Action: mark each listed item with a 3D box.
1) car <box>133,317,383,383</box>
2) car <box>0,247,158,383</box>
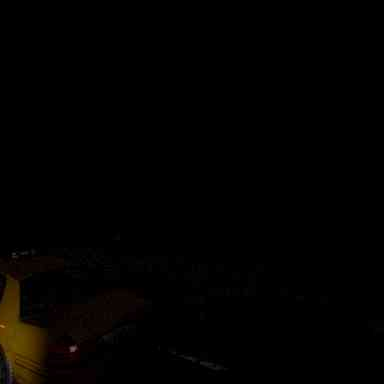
[{"bbox_3d":[2.026,1.551,1.646,4.403,1.369,2.008,0,1,35],"label":"car"},{"bbox_3d":[-2.661,1.524,4.986,4.829,1.417,1.752,0,1,35],"label":"car"}]
